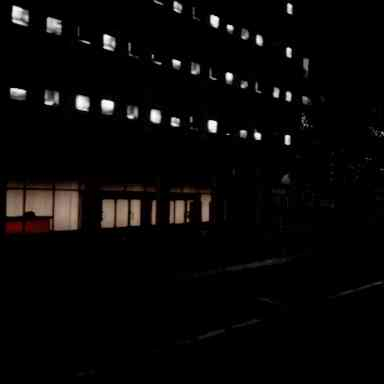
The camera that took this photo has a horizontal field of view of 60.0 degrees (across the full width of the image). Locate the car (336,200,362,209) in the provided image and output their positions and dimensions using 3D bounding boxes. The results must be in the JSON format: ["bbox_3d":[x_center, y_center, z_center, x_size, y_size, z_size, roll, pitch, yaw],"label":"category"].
[{"bbox_3d":[29.672,2.315,62.975,1.967,1.590,4.097,1,-1,-35],"label":"car"}]

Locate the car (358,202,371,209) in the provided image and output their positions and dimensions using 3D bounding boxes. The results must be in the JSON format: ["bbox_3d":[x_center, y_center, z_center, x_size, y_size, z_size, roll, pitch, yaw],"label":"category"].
[{"bbox_3d":[26.156,2.131,53.378,1.752,1.417,4.829,1,-1,-35],"label":"car"}]

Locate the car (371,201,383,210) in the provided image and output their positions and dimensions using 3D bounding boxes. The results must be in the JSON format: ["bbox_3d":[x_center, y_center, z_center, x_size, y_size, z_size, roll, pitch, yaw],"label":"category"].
[{"bbox_3d":[29.315,1.993,48.861,1.967,1.590,4.097,1,-1,-35],"label":"car"}]
